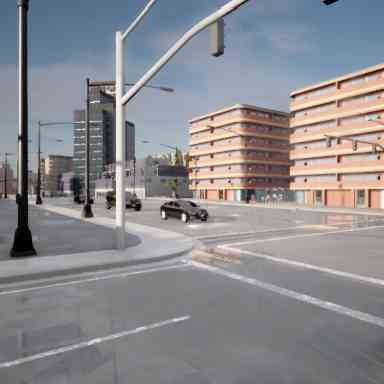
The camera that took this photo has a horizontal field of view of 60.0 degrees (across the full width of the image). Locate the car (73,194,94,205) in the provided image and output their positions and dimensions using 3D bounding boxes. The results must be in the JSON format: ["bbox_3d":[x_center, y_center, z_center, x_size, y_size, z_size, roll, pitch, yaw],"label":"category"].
[{"bbox_3d":[-14.948,1.014,45.877,1.994,1.385,4.181,0,1,-34],"label":"car"}]

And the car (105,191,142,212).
[{"bbox_3d":[-7.179,0.917,34.432,2.150,2.045,5.566,0,1,-34],"label":"car"}]

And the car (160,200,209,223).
[{"bbox_3d":[-0.655,1.373,24.866,1.837,1.490,4.892,0,1,-34],"label":"car"}]
